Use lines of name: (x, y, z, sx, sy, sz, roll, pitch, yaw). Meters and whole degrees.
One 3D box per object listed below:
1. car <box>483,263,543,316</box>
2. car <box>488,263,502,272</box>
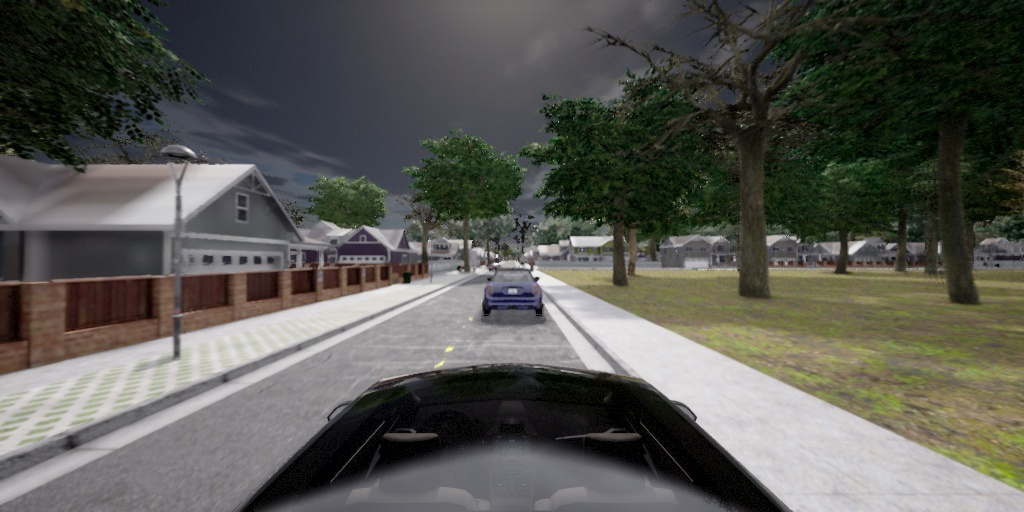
car: (0.051, 1.216, 14.169, 2.097, 1.767, 4.553, 0, -1, 1)
car: (-2.772, 1.841, 58.976, 1.994, 1.385, 4.181, 0, -1, 1)
